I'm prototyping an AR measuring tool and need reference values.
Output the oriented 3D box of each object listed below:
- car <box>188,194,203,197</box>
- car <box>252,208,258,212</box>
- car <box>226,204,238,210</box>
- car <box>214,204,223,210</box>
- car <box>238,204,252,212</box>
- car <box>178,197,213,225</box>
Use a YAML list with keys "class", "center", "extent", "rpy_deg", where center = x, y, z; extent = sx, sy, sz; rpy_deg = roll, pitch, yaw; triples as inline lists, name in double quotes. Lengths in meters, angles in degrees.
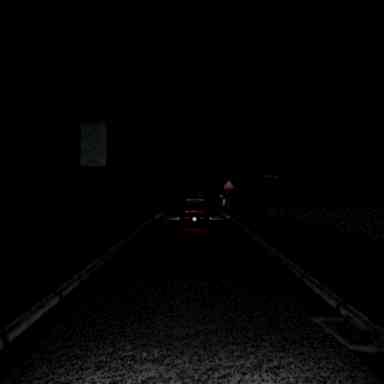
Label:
- class: "car"
  center: [0.413, 1.234, 38.705]
  extent: [2.150, 2.045, 5.566]
  rpy_deg: [0, -1, 2]
- class: "car"
  center: [13.846, 4.542, 81.125]
  extent: [1.946, 1.575, 5.366]
  rpy_deg: [7, -5, -30]
- class: "car"
  center: [8.013, 3.815, 79.892]
  extent: [2.185, 1.767, 4.553]
  rpy_deg: [7, -5, -30]
- class: "car"
  center: [5.039, 3.556, 79.404]
  extent: [2.185, 1.767, 4.553]
  rpy_deg: [5, -5, -31]
- class: "car"
  center: [11.011, 3.992, 80.442]
  extent: [2.435, 2.045, 5.566]
  rpy_deg: [8, -5, -30]
- class: "car"
  center: [0.154, 1.285, 21.661]
  extent: [1.837, 1.490, 4.892]
  rpy_deg: [0, 1, 0]
